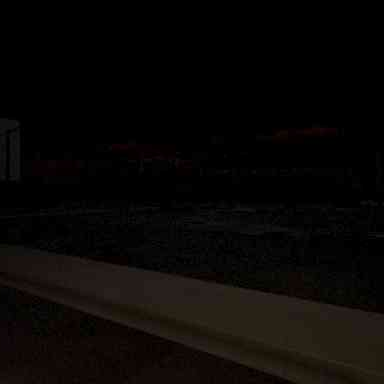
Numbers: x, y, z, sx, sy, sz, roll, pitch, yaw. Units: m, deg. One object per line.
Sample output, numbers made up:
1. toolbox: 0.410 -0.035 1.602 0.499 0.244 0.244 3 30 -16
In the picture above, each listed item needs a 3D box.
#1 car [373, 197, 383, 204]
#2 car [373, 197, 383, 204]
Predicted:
1. car: 37.542 1.576 65.370 1.853 1.218 4.536 1 1 6
2. car: 37.535 1.734 65.320 2.038 1.542 4.974 1 1 6
